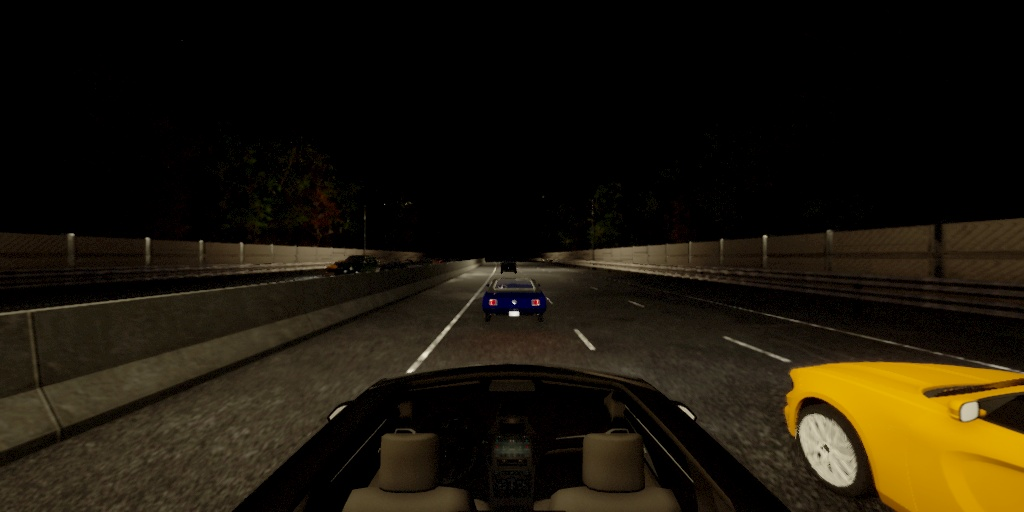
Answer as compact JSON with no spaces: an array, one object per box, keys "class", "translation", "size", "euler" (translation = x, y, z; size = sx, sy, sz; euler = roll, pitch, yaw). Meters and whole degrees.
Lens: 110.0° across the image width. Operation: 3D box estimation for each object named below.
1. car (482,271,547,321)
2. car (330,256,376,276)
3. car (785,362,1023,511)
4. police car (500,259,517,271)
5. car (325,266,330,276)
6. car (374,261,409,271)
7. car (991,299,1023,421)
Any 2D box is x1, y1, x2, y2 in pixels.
[{"class":"car","translation":[0.055,1.355,12.421],"size":[1.895,1.301,4.718],"euler":[0,0,0]},{"class":"car","translation":[-14.411,0.982,33.678],"size":[2.150,2.045,5.566],"euler":[0,0,-1]},{"class":"car","translation":[3.593,1.227,1.441],"size":[1.882,1.535,5.008],"euler":[0,0,0]},{"class":"police car","translation":[-0.441,1.191,44.204],"size":[1.930,1.638,5.238],"euler":[0,0,-1]},{"class":"car","translation":[-18.000,1.240,38.304],"size":[1.882,1.535,5.008],"euler":[0,0,-1]},{"class":"car","translation":[-10.905,1.287,33.400],"size":[1.812,1.442,4.674],"euler":[0,0,-1]},{"class":"car","translation":[7.092,1.274,2.288],"size":[1.812,1.442,4.674],"euler":[0,0,0]}]
